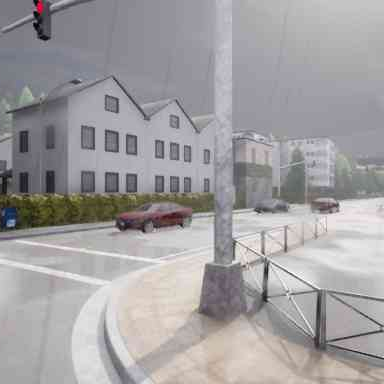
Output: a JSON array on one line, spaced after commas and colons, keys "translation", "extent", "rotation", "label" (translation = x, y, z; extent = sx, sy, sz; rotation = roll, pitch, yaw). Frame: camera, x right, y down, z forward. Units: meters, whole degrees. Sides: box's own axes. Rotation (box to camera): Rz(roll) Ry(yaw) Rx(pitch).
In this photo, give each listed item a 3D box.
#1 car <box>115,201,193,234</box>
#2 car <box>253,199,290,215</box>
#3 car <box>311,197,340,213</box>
[{"translation": [-1.933, 1.290, 18.193], "extent": [1.882, 1.535, 5.008], "rotation": [0, 0, 35], "label": "car"}, {"translation": [7.772, 1.360, 31.879], "extent": [2.033, 1.411, 5.357], "rotation": [0, 0, 35], "label": "car"}, {"translation": [13.515, 1.289, 33.611], "extent": [1.882, 1.535, 5.008], "rotation": [0, 0, 35], "label": "car"}]
